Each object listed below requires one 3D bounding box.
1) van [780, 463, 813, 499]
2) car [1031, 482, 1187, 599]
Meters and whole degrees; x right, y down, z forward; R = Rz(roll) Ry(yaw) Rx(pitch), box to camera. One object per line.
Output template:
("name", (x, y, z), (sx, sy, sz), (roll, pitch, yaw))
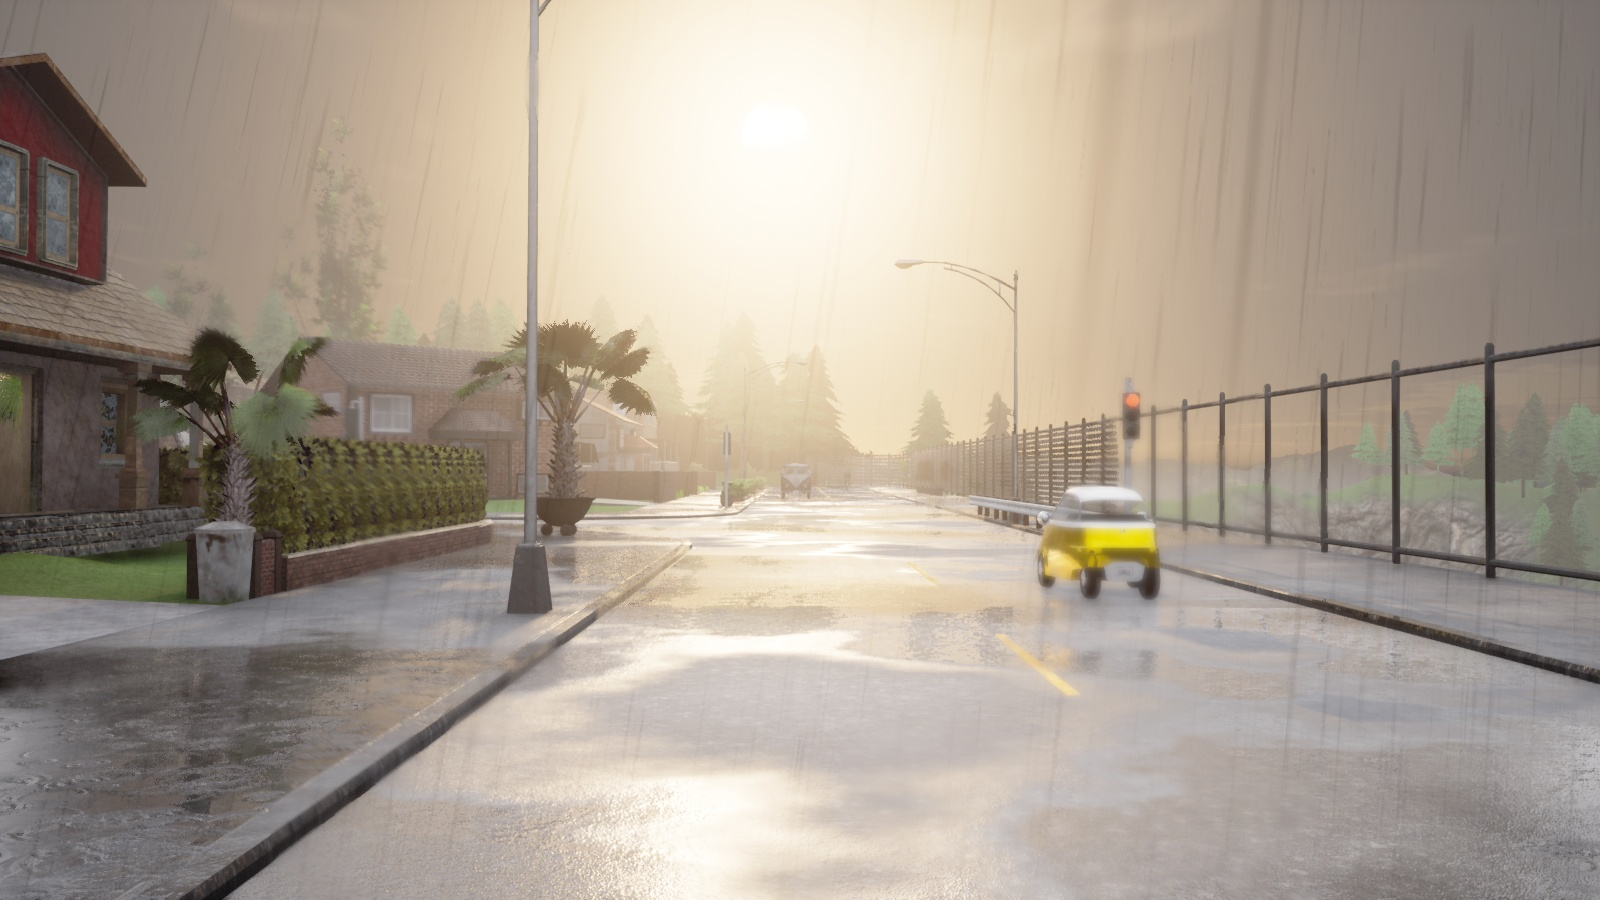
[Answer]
("van", (-0.202, 1.771, 71.829), (1.775, 1.987, 4.442), (0, -1, 0))
("car", (3.959, 1.128, 16.375), (1.481, 1.376, 2.207), (0, -1, 0))
